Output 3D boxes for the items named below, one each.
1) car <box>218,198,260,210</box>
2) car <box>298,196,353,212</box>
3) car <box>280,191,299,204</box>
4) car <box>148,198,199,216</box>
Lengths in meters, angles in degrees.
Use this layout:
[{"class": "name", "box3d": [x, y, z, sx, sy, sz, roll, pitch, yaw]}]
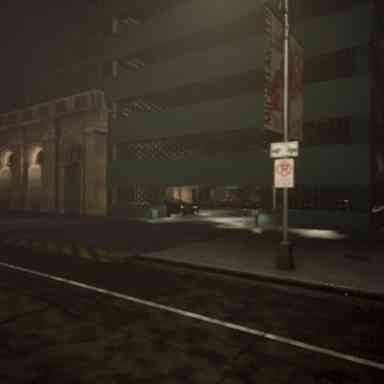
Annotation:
[{"class": "car", "box3d": [5.391, 1.353, 37.995, 4.718, 1.301, 1.895, 0, 0, 35]}, {"class": "car", "box3d": [10.659, 1.285, 25.070, 4.674, 1.452, 2.002, 0, 0, 35]}, {"class": "car", "box3d": [15.433, 0.914, 53.553, 5.566, 2.045, 2.435, 0, 0, 35]}, {"class": "car", "box3d": [-1.669, 1.300, 28.781, 4.786, 1.482, 2.161, 0, 0, 35]}]
